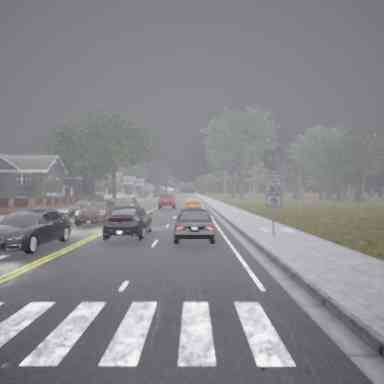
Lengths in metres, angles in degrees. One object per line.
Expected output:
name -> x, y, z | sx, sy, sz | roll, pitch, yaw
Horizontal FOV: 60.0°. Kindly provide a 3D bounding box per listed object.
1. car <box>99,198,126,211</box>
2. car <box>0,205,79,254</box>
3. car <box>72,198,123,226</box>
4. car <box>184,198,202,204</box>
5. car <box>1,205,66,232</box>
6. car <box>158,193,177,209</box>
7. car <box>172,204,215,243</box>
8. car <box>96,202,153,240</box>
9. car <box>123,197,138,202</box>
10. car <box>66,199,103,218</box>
car -> -9.795, 1.510, 41.433 | 2.033, 1.411, 5.357 | 0, 0, 0
car -> -6.558, 1.495, 13.524 | 1.837, 1.490, 4.892 | 0, 0, 2
car -> -6.580, 1.332, 23.384 | 2.097, 1.767, 4.553 | 0, 0, 0
car -> 0.114, 1.442, 39.330 | 1.882, 1.535, 5.008 | 0, 0, 0
car -> -9.843, 1.584, 21.176 | 1.895, 1.301, 4.718 | 0, 0, 0
car -> -3.235, 1.182, 43.837 | 2.150, 2.045, 5.566 | 0, 0, 0
car -> 0.105, 1.535, 16.032 | 2.033, 1.411, 5.357 | 0, 0, 0
car -> -3.145, 1.492, 16.840 | 1.837, 1.490, 4.892 | 0, 0, 0
car -> -6.528, 1.322, 33.322 | 2.097, 1.767, 4.553 | 0, 0, 1
car -> -9.793, 1.479, 30.704 | 1.837, 1.490, 4.892 | 0, 0, 1
